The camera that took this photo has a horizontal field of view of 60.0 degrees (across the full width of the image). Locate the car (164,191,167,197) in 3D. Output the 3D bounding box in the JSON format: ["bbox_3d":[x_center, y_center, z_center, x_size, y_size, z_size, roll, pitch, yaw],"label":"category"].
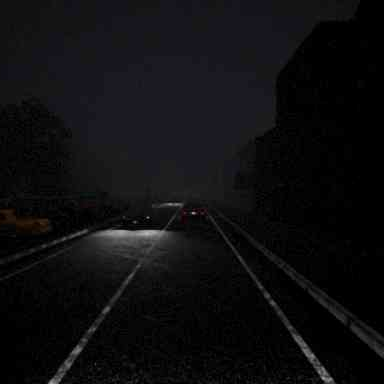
[{"bbox_3d":[-9.300,1.191,81.064,5.008,1.535,2.097,0,0,0],"label":"car"}]

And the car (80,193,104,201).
[{"bbox_3d":[-21.897,1.091,72.632,4.553,1.767,2.185,0,0,0],"label":"car"}]

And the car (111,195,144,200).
[{"bbox_3d":[-9.106,1.468,40.958,5.366,1.575,1.946,0,0,0],"label":"car"}]

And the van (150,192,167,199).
[{"bbox_3d":[-9.339,0.924,92.246,4.442,1.987,1.878,0,0,0],"label":"van"}]

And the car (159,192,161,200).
[{"bbox_3d":[-9.369,1.269,69.762,4.674,1.452,2.002,0,0,0],"label":"car"}]

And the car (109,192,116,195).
[{"bbox_3d":[-21.879,1.190,81.104,4.892,1.521,2.231,0,0,0],"label":"car"}]

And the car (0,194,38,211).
[{"bbox_3d":[-22.400,1.218,41.011,5.566,2.045,2.435,0,0,0],"label":"car"}]

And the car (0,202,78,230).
[{"bbox_3d":[-9.369,1.504,18.693,4.892,1.521,2.231,0,0,0],"label":"car"}]

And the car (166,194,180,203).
[{"bbox_3d":[-3.254,1.467,63.434,1.895,1.301,4.718,0,0,1],"label":"car"}]

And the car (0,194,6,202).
[{"bbox_3d":[-22.424,1.352,35.316,4.553,1.767,2.185,0,0,0],"label":"car"}]

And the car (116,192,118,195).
[{"bbox_3d":[-21.824,1.209,83.802,4.792,1.488,2.163,0,0,0],"label":"car"}]

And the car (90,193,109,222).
[{"bbox_3d":[-9.326,1.244,24.259,5.566,2.045,2.435,0,0,0],"label":"car"}]

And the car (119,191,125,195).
[{"bbox_3d":[-21.788,0.909,89.449,5.566,2.045,2.435,0,0,0],"label":"car"}]

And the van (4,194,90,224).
[{"bbox_3d":[-9.248,1.274,21.476,4.442,1.987,1.878,0,0,0],"label":"van"}]

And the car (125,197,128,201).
[{"bbox_3d":[-9.315,1.519,35.393,4.674,1.452,2.002,0,0,0],"label":"car"}]

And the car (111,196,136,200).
[{"bbox_3d":[-9.331,1.505,38.176,4.792,1.488,2.163,0,0,0],"label":"car"}]

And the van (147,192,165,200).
[{"bbox_3d":[-9.375,0.946,86.715,4.442,1.987,1.878,0,0,0],"label":"van"}]

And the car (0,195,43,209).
[{"bbox_3d":[-22.330,1.339,43.796,4.553,1.767,2.185,0,0,0],"label":"car"}]

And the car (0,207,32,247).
[{"bbox_3d":[-9.402,1.510,13.127,4.892,1.521,2.231,0,0,0],"label":"car"}]

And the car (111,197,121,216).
[{"bbox_3d":[-9.327,1.488,29.826,4.892,1.521,2.231,0,0,0],"label":"car"}]

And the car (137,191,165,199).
[{"bbox_3d":[-9.516,1.207,75.414,5.366,1.575,1.946,0,0,0],"label":"car"}]

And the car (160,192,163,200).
[{"bbox_3d":[-9.351,1.259,72.587,4.674,1.452,2.002,0,0,0],"label":"car"}]

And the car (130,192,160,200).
[{"bbox_3d":[-9.414,1.268,66.935,4.792,1.488,2.163,0,0,0],"label":"car"}]

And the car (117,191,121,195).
[{"bbox_3d":[-21.806,1.200,86.626,4.792,1.488,2.163,0,0,0],"label":"car"}]

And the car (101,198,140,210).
[{"bbox_3d":[-9.297,1.508,43.601,4.674,1.452,2.002,-1,0,1],"label":"car"}]

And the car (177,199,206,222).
[{"bbox_3d":[0.105,1.516,25.568,2.033,1.411,5.357,0,0,0],"label":"car"}]

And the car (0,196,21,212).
[{"bbox_3d":[-22.414,1.348,38.101,4.553,1.767,2.185,0,0,0],"label":"car"}]

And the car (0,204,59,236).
[{"bbox_3d":[-9.571,1.503,15.911,5.366,1.575,1.946,0,0,0],"label":"car"}]

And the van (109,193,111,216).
[{"bbox_3d":[-9.228,1.266,26.918,4.442,1.987,1.878,0,0,0],"label":"van"}]

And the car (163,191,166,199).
[{"bbox_3d":[-9.307,1.200,78.239,5.008,1.535,2.097,0,0,0],"label":"car"}]

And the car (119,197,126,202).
[{"bbox_3d":[-9.294,1.513,32.609,4.792,1.488,2.163,0,0,0],"label":"car"}]

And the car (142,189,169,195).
[{"bbox_3d":[-9.248,0.930,83.889,5.566,2.045,2.435,0,0,0],"label":"car"}]

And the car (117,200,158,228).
[{"bbox_3d":[-3.346,1.500,21.900,1.812,1.442,4.674,0,0,0],"label":"car"}]
